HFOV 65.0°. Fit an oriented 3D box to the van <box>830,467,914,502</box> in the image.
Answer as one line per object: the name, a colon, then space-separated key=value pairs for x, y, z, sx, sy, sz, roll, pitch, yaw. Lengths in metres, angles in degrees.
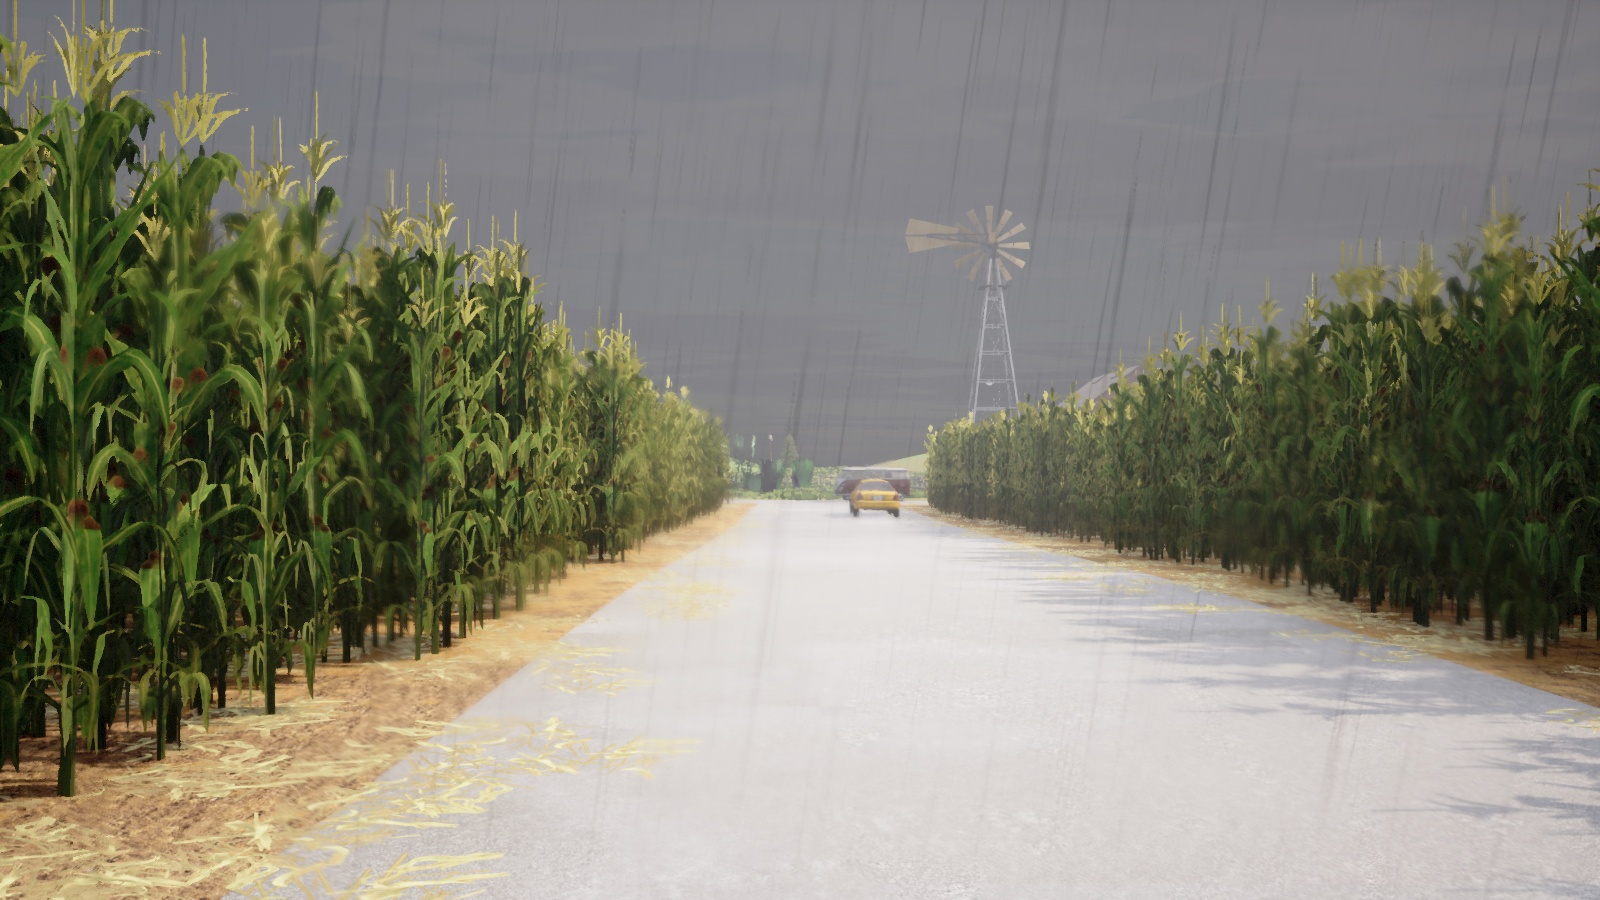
van: x=4.154 y=1.964 z=72.381 sx=4.442 sy=1.987 sz=1.775 roll=0 pitch=-1 yaw=-18

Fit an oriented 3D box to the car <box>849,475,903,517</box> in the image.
car: x=2.989 y=1.801 z=50.216 sx=1.801 sy=1.575 sz=5.366 roll=0 pitch=-1 yaw=0
